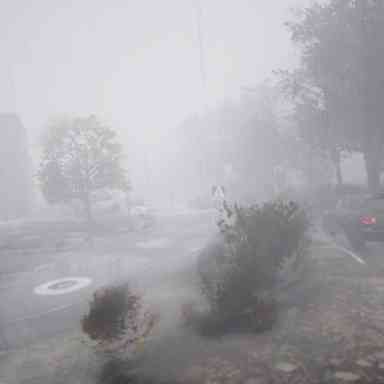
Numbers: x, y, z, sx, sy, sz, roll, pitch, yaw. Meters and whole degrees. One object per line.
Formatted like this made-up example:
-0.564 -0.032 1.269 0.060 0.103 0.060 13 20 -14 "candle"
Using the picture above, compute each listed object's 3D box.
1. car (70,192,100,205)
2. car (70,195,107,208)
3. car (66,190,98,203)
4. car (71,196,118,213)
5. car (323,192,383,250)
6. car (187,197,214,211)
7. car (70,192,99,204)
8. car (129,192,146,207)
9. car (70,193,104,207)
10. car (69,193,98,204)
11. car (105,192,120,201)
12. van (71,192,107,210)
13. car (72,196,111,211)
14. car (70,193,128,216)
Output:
-19.191 1.187 59.747 4.553 1.767 2.185 -7 4 -41 "car"
-15.939 1.441 51.337 5.008 1.535 2.097 -7 4 -41 "car"
-22.464 0.942 68.145 5.566 2.045 2.435 -7 3 -41 "car"
-12.530 1.549 43.067 5.366 1.575 1.946 -7 3 -41 "car"
7.222 1.045 13.886 2.150 2.045 5.566 -4 1 7 "car"
0.990 1.134 33.826 1.895 1.301 4.718 -5 3 -20 "car"
-20.276 1.146 62.545 4.553 1.767 2.185 -7 4 -41 "car"
-7.720 1.195 44.757 1.812 1.442 4.674 -5 3 -21 "car"
-17.075 1.277 54.115 4.553 1.767 2.185 -7 3 -41 "car"
-21.359 1.261 65.360 4.792 1.488 2.163 -7 3 -41 "car"
-15.452 0.914 64.829 2.033 1.411 5.357 -5 3 -21 "car"
-14.958 1.270 48.447 4.442 1.987 1.878 -7 4 -41 "van"
-13.766 1.567 45.742 4.674 1.452 2.002 -7 3 -41 "car"
-10.506 1.405 37.313 5.566 2.045 2.435 -7 4 -41 "car"
